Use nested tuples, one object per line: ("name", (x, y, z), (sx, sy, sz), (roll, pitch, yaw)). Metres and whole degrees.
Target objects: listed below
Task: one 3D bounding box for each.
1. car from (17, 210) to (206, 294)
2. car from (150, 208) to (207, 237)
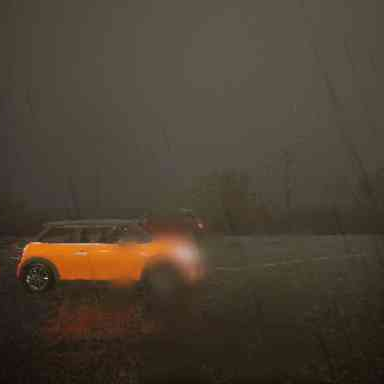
("car", (-2.000, 1.514, 8.790), (4.553, 1.767, 2.097), (-1, -1, 3))
("car", (-1.590, 1.595, 15.783), (4.553, 1.767, 2.097), (-1, -1, 3))
